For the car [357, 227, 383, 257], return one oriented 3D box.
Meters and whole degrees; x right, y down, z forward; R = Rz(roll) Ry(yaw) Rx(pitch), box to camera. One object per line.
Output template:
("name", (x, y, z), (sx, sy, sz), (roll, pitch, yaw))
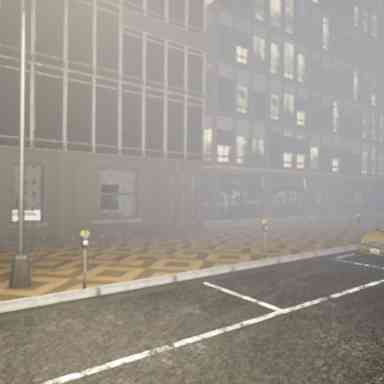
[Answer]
("car", (7.902, 1.615, 12.193), (4.829, 1.417, 1.752), (0, 0, -35))
